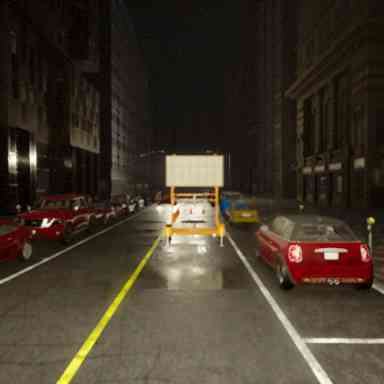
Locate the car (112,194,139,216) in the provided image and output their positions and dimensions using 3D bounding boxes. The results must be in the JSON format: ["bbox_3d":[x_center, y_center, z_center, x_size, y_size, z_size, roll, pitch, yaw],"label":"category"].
[{"bbox_3d":[-5.566,0.972,25.508,1.967,1.590,4.097,0,1,0],"label":"car"}]

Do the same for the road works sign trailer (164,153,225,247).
[{"bbox_3d":[0.107,0.210,13.700,2.380,3.560,2.880,0,1,0],"label":"road works sign trailer"}]

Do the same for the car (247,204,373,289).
[{"bbox_3d":[2.828,1.278,8.653,1.967,1.590,4.097,0,1,0],"label":"car"}]

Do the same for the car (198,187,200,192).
[{"bbox_3d":[3.487,-0.115,92.665,1.887,1.381,4.507,0,1,0],"label":"car"}]

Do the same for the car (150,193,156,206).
[{"bbox_3d":[-5.477,0.896,36.712,1.947,1.339,4.313,0,1,0],"label":"car"}]

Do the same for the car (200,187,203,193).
[{"bbox_3d":[3.311,0.175,70.260,1.967,1.590,4.097,0,1,0],"label":"car"}]

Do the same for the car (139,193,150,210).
[{"bbox_3d":[-5.521,0.982,31.112,2.008,1.369,4.403,0,1,0],"label":"car"}]

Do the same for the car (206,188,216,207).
[{"bbox_3d":[3.046,0.644,36.654,2.192,1.841,5.009,0,1,0],"label":"car"}]

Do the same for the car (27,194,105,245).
[{"bbox_3d":[-5.654,1.051,14.304,2.192,1.841,5.009,0,1,0],"label":"car"}]

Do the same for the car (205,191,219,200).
[{"bbox_3d":[3.179,0.596,53.461,1.947,1.339,4.313,0,1,0],"label":"car"}]

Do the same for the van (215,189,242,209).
[{"bbox_3d":[2.959,0.872,25.454,1.690,1.788,3.998,0,1,0],"label":"van"}]

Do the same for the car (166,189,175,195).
[{"bbox_3d":[-5.126,0.083,81.520,1.887,1.381,4.507,0,1,0],"label":"car"}]

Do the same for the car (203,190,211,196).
[{"bbox_3d":[3.355,0.218,75.864,1.802,1.307,4.206,0,1,0],"label":"car"}]

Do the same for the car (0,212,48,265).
[{"bbox_3d":[-5.697,1.421,8.708,1.802,1.307,4.206,0,1,0],"label":"car"}]

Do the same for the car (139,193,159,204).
[{"bbox_3d":[-5.433,0.796,42.313,1.947,1.339,4.313,0,1,0],"label":"car"}]

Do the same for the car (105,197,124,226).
[{"bbox_3d":[-5.609,1.216,19.910,1.802,1.307,4.206,0,1,0],"label":"car"}]

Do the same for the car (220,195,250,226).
[{"bbox_3d":[2.917,1.155,20.026,1.752,1.417,4.829,0,1,0],"label":"car"}]

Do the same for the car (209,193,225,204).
[{"bbox_3d":[3.091,0.811,42.260,1.802,1.307,4.206,0,1,0],"label":"car"}]

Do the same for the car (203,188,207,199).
[{"bbox_3d":[3.134,0.445,47.855,2.192,1.841,5.009,0,1,0],"label":"car"}]

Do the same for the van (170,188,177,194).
[{"bbox_3d":[-5.039,-0.318,92.720,1.690,1.788,3.998,0,1,0],"label":"van"}]

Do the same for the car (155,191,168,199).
[{"bbox_3d":[-5.302,0.478,59.116,1.887,1.381,4.507,0,1,0],"label":"car"}]

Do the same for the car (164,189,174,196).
[{"bbox_3d":[-5.170,0.077,75.918,1.967,1.590,4.097,0,1,0],"label":"car"}]

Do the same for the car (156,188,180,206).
[{"bbox_3d":[-2.794,0.654,38.277,2.097,1.767,4.553,0,1,1],"label":"car"}]

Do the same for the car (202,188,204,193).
[{"bbox_3d":[3.223,0.372,59.059,1.967,1.590,4.097,0,1,0],"label":"car"}]
